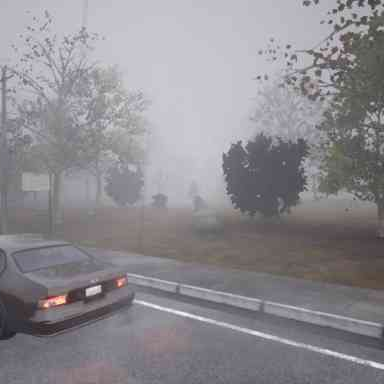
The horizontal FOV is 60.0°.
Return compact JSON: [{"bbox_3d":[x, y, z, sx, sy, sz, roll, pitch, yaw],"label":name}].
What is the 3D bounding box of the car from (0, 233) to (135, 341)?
[{"bbox_3d":[-3.543,1.547,6.511,5.357,1.411,2.033,0,0,35],"label":"car"}]
